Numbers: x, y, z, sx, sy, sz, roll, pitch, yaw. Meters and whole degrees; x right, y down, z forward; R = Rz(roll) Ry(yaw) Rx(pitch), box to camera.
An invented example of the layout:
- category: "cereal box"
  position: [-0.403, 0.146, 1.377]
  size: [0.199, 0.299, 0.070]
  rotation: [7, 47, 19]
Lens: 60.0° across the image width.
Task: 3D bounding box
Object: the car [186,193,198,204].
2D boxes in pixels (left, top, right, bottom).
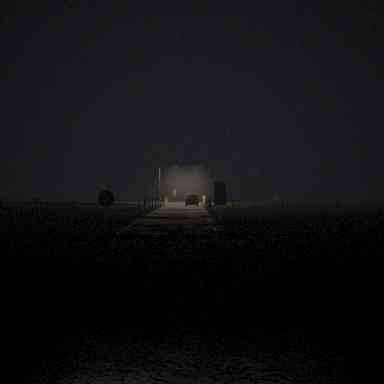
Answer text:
- category: "car"
  position: [-0.014, 1.252, 63.409]
  size: [2.150, 2.045, 5.566]
  rotation: [0, 0, 0]

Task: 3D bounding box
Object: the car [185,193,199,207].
- category: "car"
  position: [-0.011, 1.377, 53.343]
  size: [2.097, 1.767, 4.553]
  rotation: [0, 0, 0]
